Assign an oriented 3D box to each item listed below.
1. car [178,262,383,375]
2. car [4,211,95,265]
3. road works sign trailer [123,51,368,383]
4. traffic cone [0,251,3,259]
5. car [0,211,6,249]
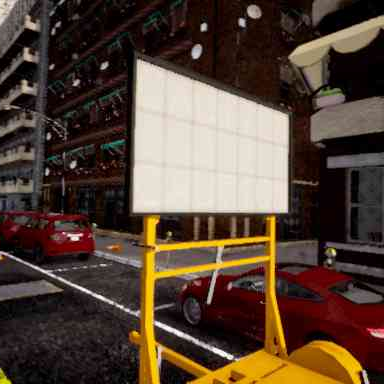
[{"bbox_3d":[1.532,1.887,5.777,1.802,1.307,4.206,2,-3,-42],"label":"car"},{"bbox_3d":[-5.913,1.845,14.012,2.192,1.841,5.009,3,-3,-42],"label":"car"},{"bbox_3d":[0.184,0.643,3.579,2.380,3.560,2.880,3,-4,-43],"label":"road works sign trailer"},{"bbox_3d":[-7.970,2.431,13.678,0.340,0.580,0.340,3,-3,-42],"label":"traffic cone"},{"bbox_3d":[-9.636,1.958,18.124,2.192,1.841,5.009,3,-3,-42],"label":"car"}]
